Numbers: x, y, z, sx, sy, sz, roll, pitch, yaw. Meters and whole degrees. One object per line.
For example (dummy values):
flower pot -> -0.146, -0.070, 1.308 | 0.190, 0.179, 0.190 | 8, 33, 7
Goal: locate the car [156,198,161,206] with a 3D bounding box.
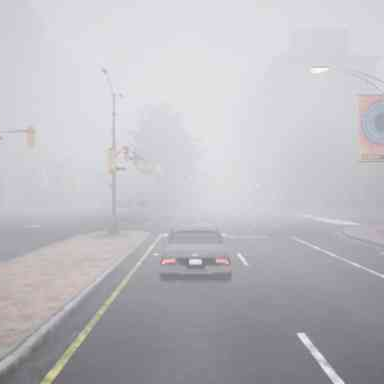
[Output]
car -> -7.928, 2.064, 66.753 | 1.812, 1.442, 4.674 | 0, 0, 1

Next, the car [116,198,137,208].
car -> -11.489, 1.967, 58.921 | 2.128, 1.511, 4.902 | 0, 0, 0

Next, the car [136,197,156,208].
car -> -7.994, 2.034, 58.236 | 1.994, 1.385, 4.181 | 0, 0, 1

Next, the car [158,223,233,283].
car -> 0.088, 1.629, 9.943 | 2.033, 1.411, 5.357 | 0, 0, 0

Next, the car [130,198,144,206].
car -> -11.407, 2.080, 68.842 | 2.128, 1.511, 4.902 | 0, 0, 0

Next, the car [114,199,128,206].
car -> -14.657, 2.149, 68.723 | 1.895, 1.301, 4.718 | 0, 0, 0

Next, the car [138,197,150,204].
car -> -11.393, 1.991, 78.854 | 2.097, 1.767, 4.553 | 0, 0, 0
